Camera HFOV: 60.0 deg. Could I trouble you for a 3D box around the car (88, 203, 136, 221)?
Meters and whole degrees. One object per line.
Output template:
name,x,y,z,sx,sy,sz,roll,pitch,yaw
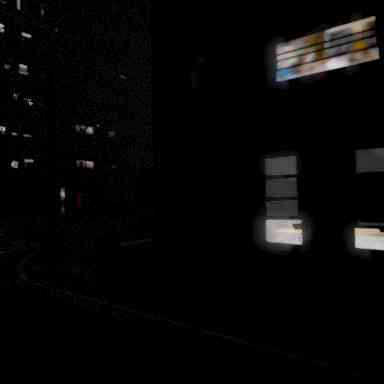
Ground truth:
car,-6.728,1.628,28.261,1.887,1.381,4.507,-1,0,36
